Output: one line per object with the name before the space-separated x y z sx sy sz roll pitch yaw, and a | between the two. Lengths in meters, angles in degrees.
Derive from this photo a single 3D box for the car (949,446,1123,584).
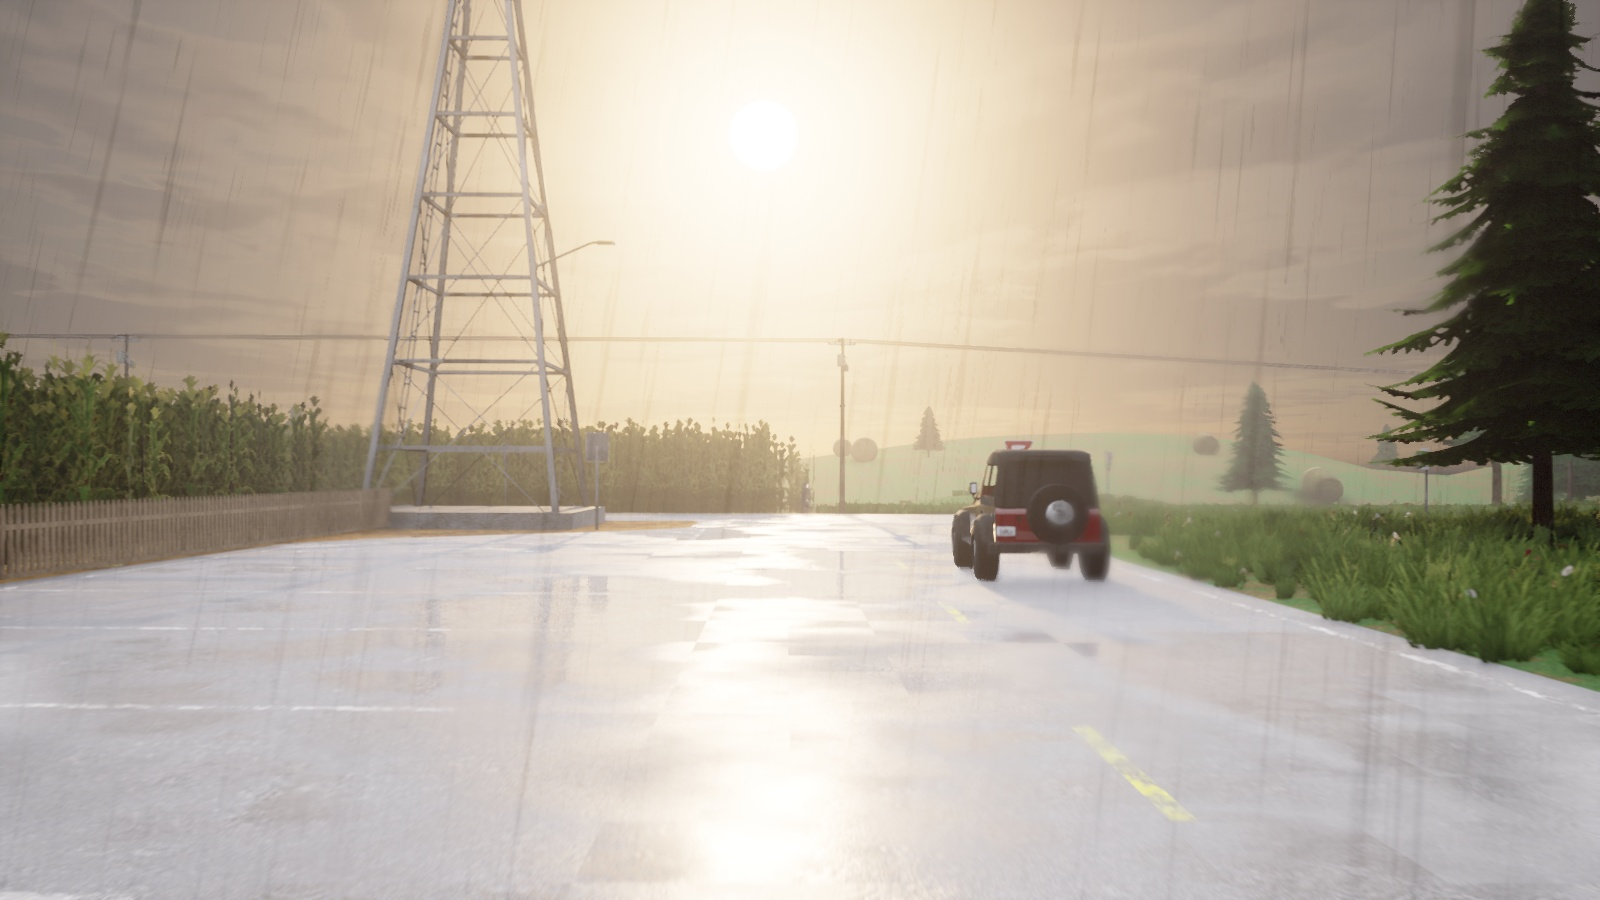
car | 3.453 0.917 19.123 1.905 1.878 3.866 0 -1 0
